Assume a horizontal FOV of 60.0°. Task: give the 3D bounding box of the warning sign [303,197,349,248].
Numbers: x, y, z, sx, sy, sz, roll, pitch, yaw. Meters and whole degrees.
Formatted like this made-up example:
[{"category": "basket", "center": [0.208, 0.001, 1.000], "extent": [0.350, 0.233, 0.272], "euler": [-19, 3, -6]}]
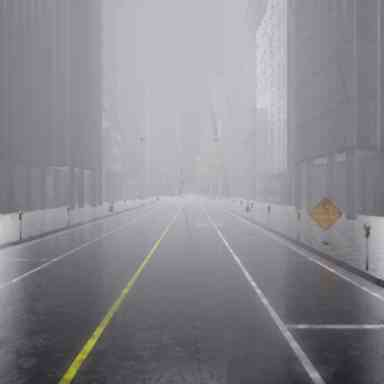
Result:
[{"category": "warning sign", "center": [5.066, 1.113, 12.650], "extent": [1.300, 1.860, 1.060], "euler": [0, 0, 0]}]
